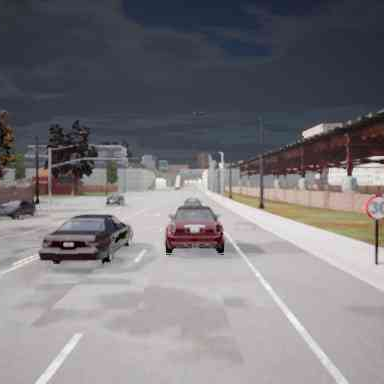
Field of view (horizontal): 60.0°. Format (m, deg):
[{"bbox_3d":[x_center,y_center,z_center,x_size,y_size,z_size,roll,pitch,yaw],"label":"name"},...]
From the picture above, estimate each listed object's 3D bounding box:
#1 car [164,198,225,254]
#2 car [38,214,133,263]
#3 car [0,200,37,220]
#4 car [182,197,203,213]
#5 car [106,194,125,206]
[{"bbox_3d":[0.090,1.282,13.335,2.097,1.767,4.553,0,0,0],"label":"car"},{"bbox_3d":[-3.410,1.488,11.692,2.033,1.411,5.357,0,0,0],"label":"car"},{"bbox_3d":[-14.111,1.369,26.559,1.812,1.442,4.674,0,0,0],"label":"car"},{"bbox_3d":[0.077,1.313,33.659,1.994,1.385,4.181,0,1,0],"label":"car"},{"bbox_3d":[-10.534,1.074,45.978,2.128,1.511,4.902,0,1,0],"label":"car"}]
